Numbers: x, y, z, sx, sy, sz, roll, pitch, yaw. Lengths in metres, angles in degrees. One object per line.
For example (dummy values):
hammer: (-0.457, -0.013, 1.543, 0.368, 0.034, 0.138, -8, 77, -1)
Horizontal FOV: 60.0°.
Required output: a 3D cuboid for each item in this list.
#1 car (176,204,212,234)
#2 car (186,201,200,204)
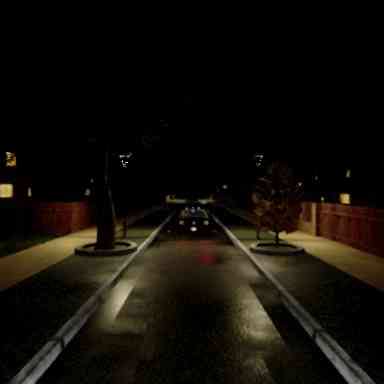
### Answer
car: (0.099, 1.599, 19.133, 1.895, 1.301, 4.718, 0, 0, 0)
car: (0.096, 1.610, 35.464, 1.895, 1.301, 4.718, 0, 0, 0)
